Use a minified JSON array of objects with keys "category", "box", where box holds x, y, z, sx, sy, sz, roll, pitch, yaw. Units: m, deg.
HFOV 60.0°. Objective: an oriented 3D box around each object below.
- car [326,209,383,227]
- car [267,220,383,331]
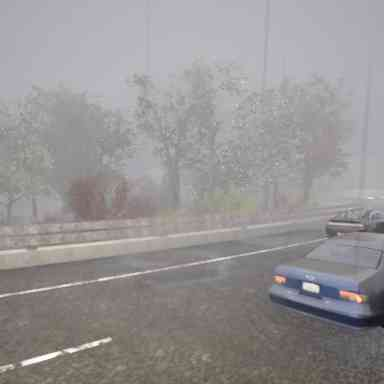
[{"category":"car","box":[7.903,1.538,15.299,4.902,1.511,2.128,0,0,-44]},{"category":"car","box":[3.822,1.569,6.894,5.357,1.411,2.033,0,0,-40]}]
